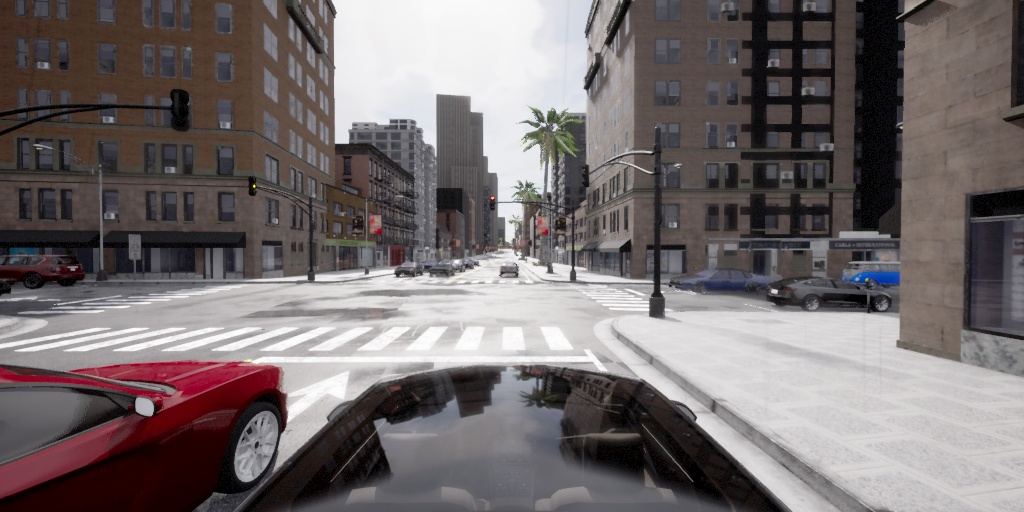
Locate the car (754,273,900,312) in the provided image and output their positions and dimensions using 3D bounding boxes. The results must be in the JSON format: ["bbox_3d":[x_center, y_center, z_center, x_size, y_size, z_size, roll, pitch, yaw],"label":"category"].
[{"bbox_3d":[12.869,1.514,14.747,4.313,1.339,1.948,0,0,0],"label":"car"}]

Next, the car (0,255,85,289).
[{"bbox_3d":[-27.271,0.836,19.962,5.009,1.841,2.192,0,0,-9],"label":"car"}]

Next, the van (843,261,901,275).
[{"bbox_3d":[23.850,1.251,23.288,3.998,1.789,1.690,0,0,0],"label":"van"}]

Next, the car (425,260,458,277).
[{"bbox_3d":[-6.832,1.343,35.367,1.895,1.301,4.718,0,0,0],"label":"car"}]

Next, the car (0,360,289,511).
[{"bbox_3d":[-3.144,1.228,1.516,1.882,1.535,5.008,0,0,1],"label":"car"}]

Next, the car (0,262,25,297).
[{"bbox_3d":[-24.028,1.126,14.627,4.892,1.490,1.837,1,1,-9],"label":"car"}]

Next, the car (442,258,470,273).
[{"bbox_3d":[-6.894,1.230,44.566,2.128,1.511,4.902,0,0,0],"label":"car"}]

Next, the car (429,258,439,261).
[{"bbox_3d":[-10.151,1.090,45.226,2.097,1.767,4.553,0,0,0],"label":"car"}]

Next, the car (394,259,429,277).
[{"bbox_3d":[-10.085,1.290,35.695,2.033,1.411,5.357,0,0,-1],"label":"car"}]

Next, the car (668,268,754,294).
[{"bbox_3d":[11.998,1.402,20.693,5.357,1.411,2.033,0,1,0],"label":"car"}]

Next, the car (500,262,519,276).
[{"bbox_3d":[-0.283,1.289,36.950,2.033,1.411,5.357,0,0,2],"label":"car"}]

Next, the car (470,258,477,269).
[{"bbox_3d":[-6.955,1.082,54.234,2.097,1.767,4.553,0,0,0],"label":"car"}]
